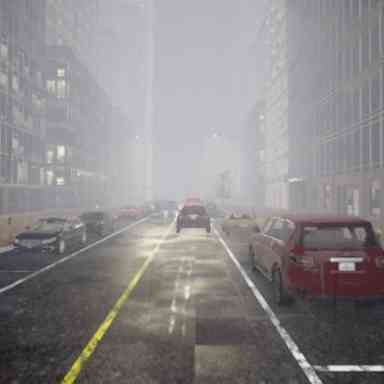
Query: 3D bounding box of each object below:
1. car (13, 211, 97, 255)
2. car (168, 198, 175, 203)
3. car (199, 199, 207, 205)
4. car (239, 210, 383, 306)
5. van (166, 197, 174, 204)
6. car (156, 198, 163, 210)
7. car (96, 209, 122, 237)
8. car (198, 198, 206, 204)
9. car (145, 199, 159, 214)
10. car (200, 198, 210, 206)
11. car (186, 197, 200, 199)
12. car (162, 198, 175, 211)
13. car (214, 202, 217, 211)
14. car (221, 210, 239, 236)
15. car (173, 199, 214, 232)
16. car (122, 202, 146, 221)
[{"bbox_3d":[-5.696,1.699,13.856,2.008,1.369,4.403,0,-1,0],"label":"car"},{"bbox_3d":[-5.744,2.499,93.544,1.947,1.339,4.313,0,-1,0],"label":"car"},{"bbox_3d":[2.643,2.407,82.149,1.802,1.307,4.206,0,-1,0],"label":"car"},{"bbox_3d":[2.689,1.403,8.160,2.192,1.841,5.009,0,-1,0],"label":"car"},{"bbox_3d":[-5.739,2.220,87.854,1.690,1.788,3.998,0,-1,0],"label":"van"},{"bbox_3d":[-5.720,2.095,53.700,1.887,1.381,4.507,0,-1,0],"label":"car"},{"bbox_3d":[-5.700,1.773,19.548,1.947,1.339,4.313,0,-1,0],"label":"car"},{"bbox_3d":[2.640,2.406,88.012,1.752,1.417,4.829,0,-1,0],"label":"car"},{"bbox_3d":[-5.713,1.988,42.316,2.008,1.369,4.403,0,-1,0],"label":"car"},{"bbox_3d":[2.651,2.157,70.767,1.967,1.590,4.097,0,-1,0],"label":"car"},{"bbox_3d":[0.084,1.638,40.560,2.150,2.045,5.566,0,-1,0],"label":"car"},{"bbox_3d":[-3.056,2.025,50.357,1.837,1.490,4.892,0,-1,0],"label":"car"},{"bbox_3d":[2.664,2.060,48.000,1.947,1.339,4.313,0,-1,0],"label":"car"},{"bbox_3d":[2.681,1.734,19.710,1.752,1.417,4.829,0,-1,0],"label":"car"},{"bbox_3d":[0.086,1.582,21.939,2.097,1.767,4.553,0,-1,0],"label":"car"},{"bbox_3d":[-5.706,1.905,30.930,1.802,1.307,4.206,0,-1,0],"label":"car"}]
